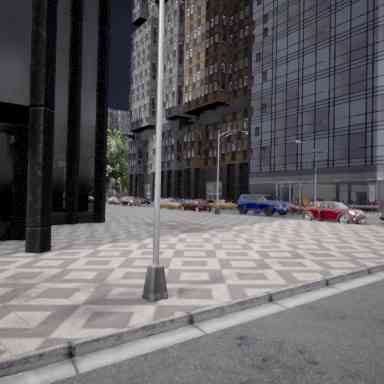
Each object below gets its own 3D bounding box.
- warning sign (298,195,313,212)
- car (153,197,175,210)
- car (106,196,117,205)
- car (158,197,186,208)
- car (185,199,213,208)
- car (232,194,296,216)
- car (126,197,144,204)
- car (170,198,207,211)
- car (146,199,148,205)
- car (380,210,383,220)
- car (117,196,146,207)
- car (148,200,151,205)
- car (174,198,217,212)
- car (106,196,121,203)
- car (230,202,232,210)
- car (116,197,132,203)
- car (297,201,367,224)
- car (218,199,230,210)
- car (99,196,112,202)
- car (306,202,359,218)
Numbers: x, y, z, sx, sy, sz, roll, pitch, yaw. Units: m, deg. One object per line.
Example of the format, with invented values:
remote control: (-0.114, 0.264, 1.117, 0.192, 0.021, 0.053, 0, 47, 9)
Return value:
warning sign: (12.857, 1.340, 37.752, 1.300, 1.860, 1.060, 2, -1, -35)
car: (-2.711, 1.471, 40.930, 1.752, 1.417, 4.829, 2, -1, -35)
car: (-12.361, 1.534, 54.479, 1.802, 1.307, 4.206, 2, -1, -35)
car: (-3.212, 1.595, 51.639, 2.128, 1.511, 4.902, 2, -1, -35)
car: (0.952, 1.725, 50.476, 2.008, 1.369, 4.403, 2, -1, -35)
car: (6.788, 1.230, 32.192, 2.150, 2.045, 5.566, 2, -1, -35)
car: (-11.778, 1.743, 68.355, 1.947, 1.339, 4.313, 2, -1, -35)
car: (-0.545, 1.564, 42.496, 2.033, 1.411, 5.357, 2, -1, -35)
car: (-9.300, 1.706, 60.111, 1.895, 1.301, 4.718, 2, -1, -35)
car: (15.343, 1.570, 21.610, 5.357, 1.411, 2.033, 0, -1, 44)
car: (-9.174, 1.391, 50.011, 1.967, 1.590, 4.097, 2, -1, -35)
car: (-5.413, 1.728, 59.416, 2.008, 1.369, 4.403, 2, -1, -35)
car: (0.373, 1.487, 36.598, 1.887, 1.381, 4.507, 2, -1, -35)
car: (-18.241, 1.702, 77.433, 1.752, 1.417, 4.829, 2, -1, -35)
car: (7.317, 1.733, 41.537, 1.947, 1.339, 4.313, 2, -1, -35)
car: (-14.961, 1.743, 72.824, 1.947, 1.339, 4.313, 2, -1, -35)
car: (9.906, 1.372, 23.215, 1.967, 1.590, 4.097, 2, -1, -36)
car: (4.037, 1.696, 46.146, 1.752, 1.417, 4.829, 2, -1, -35)
car: (-21.326, 1.758, 81.763, 1.802, 1.307, 4.206, 2, -1, -35)
car: (13.682, 1.727, 32.598, 1.947, 1.339, 4.313, 2, -1, -35)
